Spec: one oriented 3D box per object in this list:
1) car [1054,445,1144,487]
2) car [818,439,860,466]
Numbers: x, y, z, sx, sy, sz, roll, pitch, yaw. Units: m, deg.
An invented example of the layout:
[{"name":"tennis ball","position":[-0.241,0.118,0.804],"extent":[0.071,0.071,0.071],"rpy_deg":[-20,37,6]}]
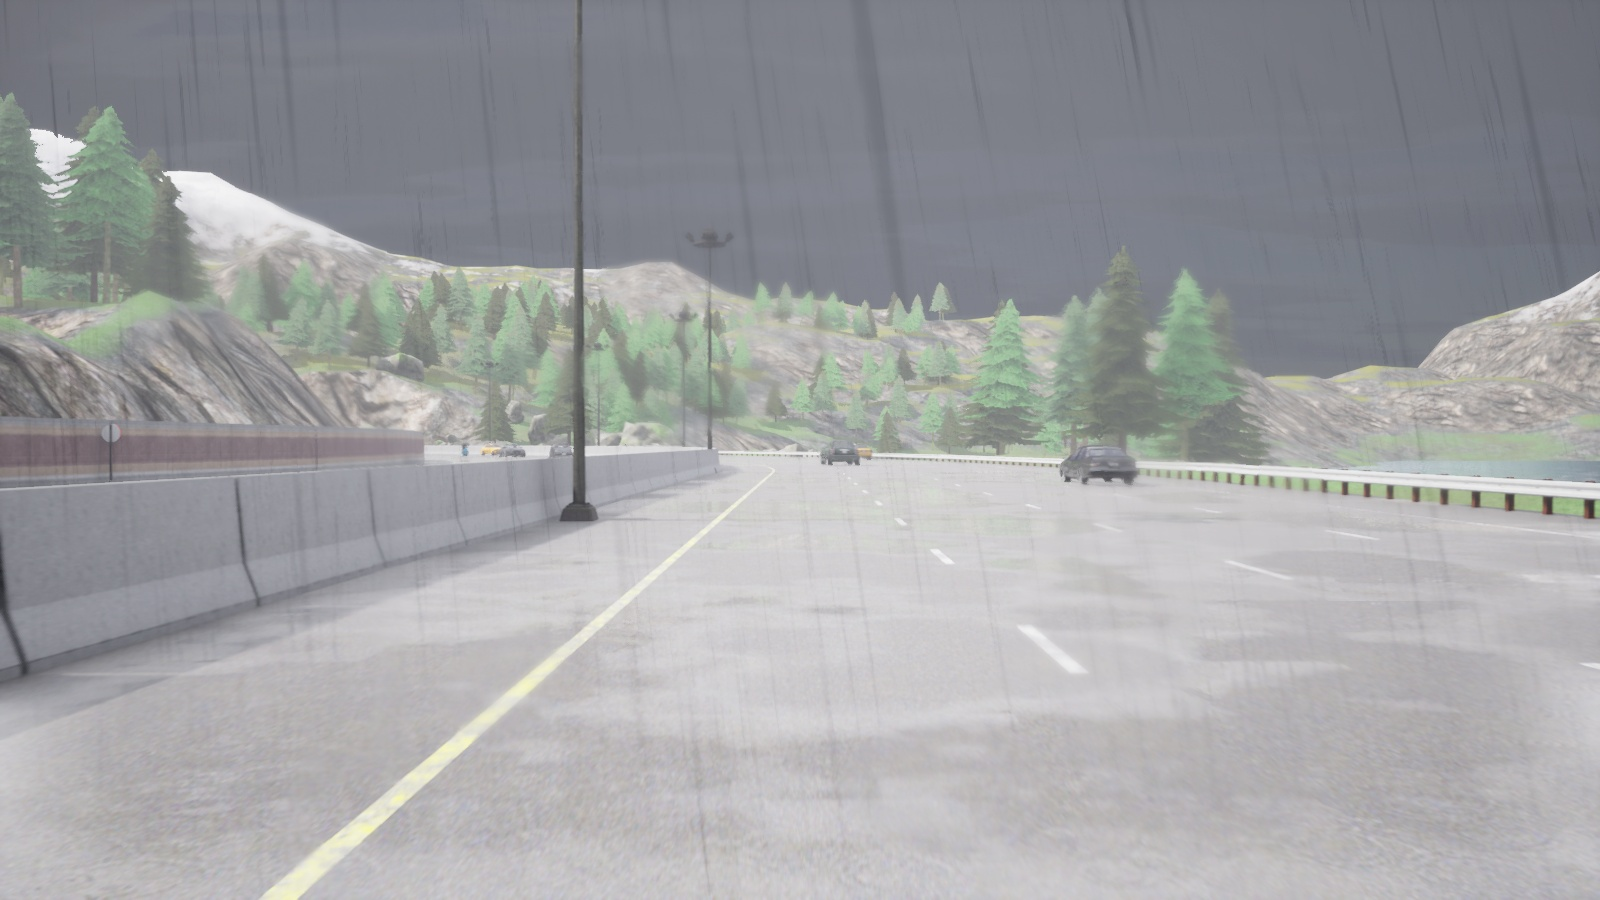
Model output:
[{"name":"car","position":[10.778,0.545,45.668],"extent":[2.033,1.411,5.357],"rpy_deg":[0,0,0]},{"name":"car","position":[2.584,0.134,83.821],"extent":[2.097,1.767,4.553],"rpy_deg":[0,0,-7]}]
